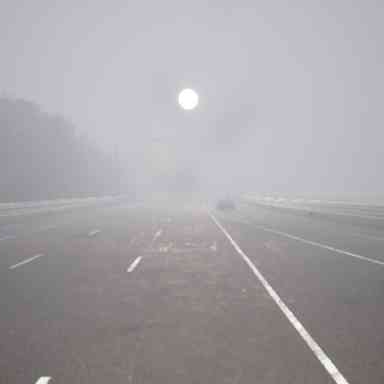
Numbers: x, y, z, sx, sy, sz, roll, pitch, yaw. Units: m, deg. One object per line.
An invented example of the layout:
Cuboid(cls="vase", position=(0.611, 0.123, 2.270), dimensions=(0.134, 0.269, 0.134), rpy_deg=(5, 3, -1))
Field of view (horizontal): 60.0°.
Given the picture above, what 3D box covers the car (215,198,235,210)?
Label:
Cuboid(cls="car", position=(3.989, 1.410, 40.522), dimensions=(1.994, 1.385, 4.181), rpy_deg=(0, 0, -4))
